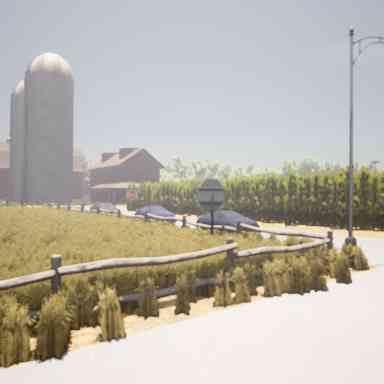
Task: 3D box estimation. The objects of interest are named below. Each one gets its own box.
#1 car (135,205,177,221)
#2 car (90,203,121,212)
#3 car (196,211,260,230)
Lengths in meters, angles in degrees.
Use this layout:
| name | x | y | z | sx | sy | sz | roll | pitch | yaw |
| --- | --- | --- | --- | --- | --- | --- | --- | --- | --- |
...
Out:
| name | x | y | z | sx | sy | sz | roll | pitch | yaw |
| --- | --- | --- | --- | --- | --- | --- | --- | --- | --- |
| car | -2.987 | 1.805 | 26.566 | 1.812 | 1.442 | 4.674 | 1 | -1 | -35 |
| car | -9.326 | 1.847 | 35.474 | 2.033 | 1.411 | 5.357 | 1 | 0 | -35 |
| car | 2.026 | 1.795 | 19.552 | 1.994 | 1.385 | 4.181 | 1 | -1 | -36 |
